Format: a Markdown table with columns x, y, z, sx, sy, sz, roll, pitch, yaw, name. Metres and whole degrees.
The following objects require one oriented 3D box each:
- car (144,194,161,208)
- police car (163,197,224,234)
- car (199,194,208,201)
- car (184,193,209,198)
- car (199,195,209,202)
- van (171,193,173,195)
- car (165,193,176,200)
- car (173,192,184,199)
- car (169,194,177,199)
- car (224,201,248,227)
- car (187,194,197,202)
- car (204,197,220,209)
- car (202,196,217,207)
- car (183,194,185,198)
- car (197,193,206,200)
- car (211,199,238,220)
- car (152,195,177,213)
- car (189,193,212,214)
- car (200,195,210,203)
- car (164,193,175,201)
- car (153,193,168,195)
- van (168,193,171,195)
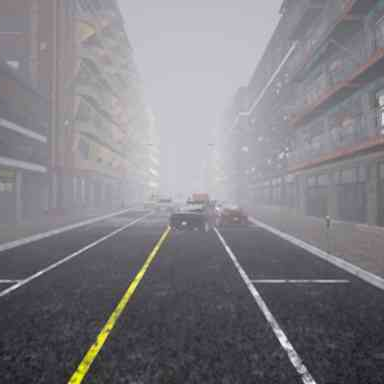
| x | y | z | sx | sy | sz | roll | pitch | yaw | name |
| --- | --- | --- | --- | --- | --- | --- | --- | --- | --- |
| -5.295 | 1.363 | 43.953 | 1.752 | 1.417 | 4.829 | 2 | 0 | 0 | car |
| 0.275 | 1.342 | 18.986 | 1.930 | 1.638 | 5.238 | 0 | 0 | 15 | police car |
| 2.595 | 1.220 | 77.245 | 1.967 | 1.590 | 4.097 | 1 | 0 | 0 | car |
| 0.689 | 1.234 | 28.530 | 2.097 | 1.767 | 4.553 | 0 | 0 | -3 | car |
| 2.585 | 1.330 | 71.713 | 1.887 | 1.381 | 4.507 | 1 | 0 | 0 | car |
| -5.291 | 1.132 | 66.244 | 1.690 | 1.788 | 3.998 | 1 | 0 | 0 | van |
| -5.290 | 1.090 | 82.835 | 2.192 | 1.841 | 5.009 | 1 | 0 | 0 | car |
| -2.749 | 0.855 | 76.132 | 2.097 | 1.767 | 4.553 | 0 | 0 | 0 | car |
| -5.296 | 1.336 | 93.898 | 1.947 | 1.339 | 4.313 | 1 | 0 | 0 | car |
| 2.584 | 1.450 | 21.937 | 1.887 | 1.381 | 4.507 | 1 | 0 | 0 | car |
| 0.001 | 1.200 | 69.325 | 2.128 | 1.511 | 4.902 | 0 | 0 | 0 | car |
| 2.584 | 1.383 | 44.059 | 1.887 | 1.381 | 4.507 | 1 | 0 | 0 | car |
| 2.584 | 1.374 | 49.591 | 2.008 | 1.369 | 4.403 | 1 | 0 | 0 | car |
| 0.001 | 1.377 | 54.319 | 1.994 | 1.385 | 4.181 | 0 | 0 | 0 | car |
| 2.556 | 1.087 | 88.306 | 2.192 | 1.841 | 5.009 | 1 | 0 | 0 | car |
| 2.585 | 1.411 | 27.639 | 1.752 | 1.417 | 4.829 | 1 | 0 | 0 | car |
| -2.846 | 1.387 | 35.280 | 1.812 | 1.442 | 4.674 | 0 | 0 | 0 | car |
| 0.825 | 1.088 | 34.639 | 2.150 | 2.045 | 5.566 | 0 | 0 | 0 | car |
| 2.585 | 1.336 | 66.183 | 1.887 | 1.381 | 4.507 | 1 | 0 | 0 | car |
| -5.290 | 1.094 | 77.305 | 2.192 | 1.841 | 5.009 | 1 | 0 | 0 | car |
| -5.289 | 1.138 | 49.654 | 2.192 | 1.841 | 5.009 | 2 | 0 | 0 | car |
| -5.290 | 1.140 | 60.712 | 1.690 | 1.788 | 3.998 | 2 | 0 | 0 | van |
